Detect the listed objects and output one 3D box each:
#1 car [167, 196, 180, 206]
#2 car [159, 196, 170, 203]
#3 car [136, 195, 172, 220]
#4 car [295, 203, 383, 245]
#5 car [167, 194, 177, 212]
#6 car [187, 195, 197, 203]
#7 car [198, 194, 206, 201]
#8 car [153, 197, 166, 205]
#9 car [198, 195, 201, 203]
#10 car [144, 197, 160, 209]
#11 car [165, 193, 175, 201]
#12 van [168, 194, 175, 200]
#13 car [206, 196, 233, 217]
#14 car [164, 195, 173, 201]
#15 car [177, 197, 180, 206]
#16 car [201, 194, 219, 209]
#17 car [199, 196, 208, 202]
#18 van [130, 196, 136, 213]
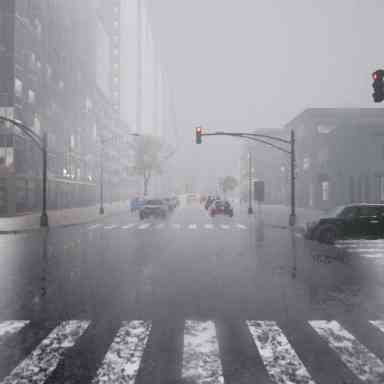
[{"bbox_3d":[-3.111,1.486,57.031,1.882,1.535,5.008,0,0,1],"label":"car"},{"bbox_3d":[-5.739,1.575,70.683,1.947,1.339,4.313,1,0,0],"label":"car"},{"bbox_3d":[-3.124,1.357,28.127,2.097,1.767,4.553,0,0,0],"label":"car"},{"bbox_3d":[7.000,1.307,14.740,4.553,1.767,2.097,-1,-1,0],"label":"car"},{"bbox_3d":[-3.130,1.358,37.040,2.097,1.767,4.553,0,0,0],"label":"car"},{"bbox_3d":[0.039,1.361,69.588,2.097,1.767,4.553,0,0,0],"label":"car"},{"bbox_3d":[2.628,1.450,87.751,1.967,1.590,4.097,1,0,0],"label":"car"},{"bbox_3d":[-5.729,1.590,59.335,1.802,1.307,4.206,1,0,0],"label":"car"},{"bbox_3d":[2.650,1.324,65.055,2.192,1.841,5.009,1,0,0],"label":"car"},{"bbox_3d":[-5.718,1.533,47.817,1.752,1.417,4.829,1,0,0],"label":"car"},{"bbox_3d":[-5.749,1.325,87.705,2.192,1.841,5.009,1,0,0],"label":"car"},{"bbox_3d":[-5.755,1.352,93.379,1.690,1.788,3.998,1,0,0],"label":"van"},{"bbox_3d":[2.678,1.446,31.011,1.967,1.590,4.097,1,0,0],"label":"car"},{"bbox_3d":[-5.749,1.561,82.031,2.008,1.369,4.403,1,0,0],"label":"car"},{"bbox_3d":[-3.131,1.499,46.926,2.128,1.511,4.902,0,0,0],"label":"car"},{"bbox_3d":[2.670,1.322,42.359,2.192,1.841,5.009,1,0,0],"label":"car"},{"bbox_3d":[2.636,1.575,76.403,1.947,1.339,4.313,1,0,0],"label":"car"},{"bbox_3d":[-5.705,1.347,36.639,1.690,1.788,3.998,1,0,0],"label":"van"}]
